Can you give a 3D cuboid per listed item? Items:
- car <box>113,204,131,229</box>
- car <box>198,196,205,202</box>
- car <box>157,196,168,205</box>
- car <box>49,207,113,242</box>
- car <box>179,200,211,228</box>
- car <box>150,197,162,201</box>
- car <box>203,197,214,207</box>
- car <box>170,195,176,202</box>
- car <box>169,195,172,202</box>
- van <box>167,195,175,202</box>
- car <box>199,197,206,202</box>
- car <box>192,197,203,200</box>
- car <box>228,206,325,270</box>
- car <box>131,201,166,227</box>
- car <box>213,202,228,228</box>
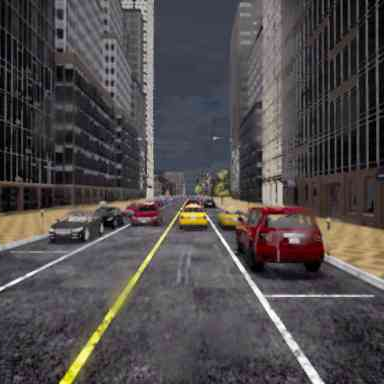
[{"bbox_3d":[-5.695,1.671,22.518,1.947,1.339,4.313,0,0,0],"label":"car"},{"bbox_3d":[2.662,1.901,90.982,1.752,1.417,4.829,0,0,0],"label":"car"},{"bbox_3d":[-5.707,1.791,56.670,1.887,1.381,4.507,0,0,0],"label":"car"},{"bbox_3d":[-5.693,1.630,16.825,2.008,1.369,4.403,0,0,0],"label":"car"},{"bbox_3d":[0.092,1.561,22.781,1.801,1.575,5.366,0,0,0],"label":"car"},{"bbox_3d":[-5.703,1.752,45.286,2.008,1.369,4.403,0,0,0],"label":"car"},{"bbox_3d":[2.676,1.790,50.969,1.947,1.339,4.313,0,0,0],"label":"car"},{"bbox_3d":[-5.716,1.794,85.131,1.967,1.590,4.097,0,0,0],"label":"car"},{"bbox_3d":[-5.711,1.873,68.055,1.802,1.307,4.206,0,0,0],"label":"car"},{"bbox_3d":[-5.718,1.715,90.825,1.690,1.788,3.998,0,0,0],"label":"van"},{"bbox_3d":[2.664,1.936,85.120,1.802,1.307,4.206,0,0,0],"label":"car"},{"bbox_3d":[0.086,1.662,41.132,1.882,1.535,5.008,0,0,0],"label":"car"},{"bbox_3d":[2.691,1.369,11.125,2.192,1.841,5.009,0,0,0],"label":"car"},{"bbox_3d":[-3.100,1.636,23.667,1.812,1.442,4.674,0,0,0],"label":"car"},{"bbox_3d":[2.686,1.631,22.678,1.752,1.417,4.829,0,0,0],"label":"car"}]
